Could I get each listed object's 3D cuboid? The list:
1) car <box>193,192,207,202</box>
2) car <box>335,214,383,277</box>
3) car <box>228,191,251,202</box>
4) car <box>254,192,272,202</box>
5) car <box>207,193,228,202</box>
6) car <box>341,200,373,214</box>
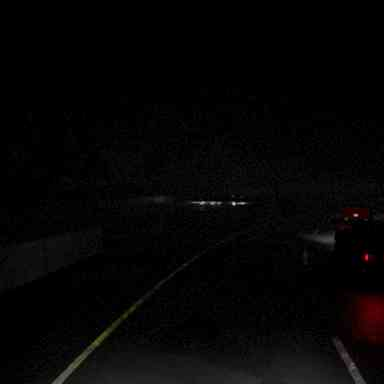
[{"bbox_3d":[1.914,0.838,58.062,1.837,1.490,4.892,0,2,28],"label":"car"},{"bbox_3d":[5.379,1.557,9.762,1.895,1.301,4.718,0,0,17],"label":"car"},{"bbox_3d":[8.237,0.686,55.068,2.097,1.767,4.553,0,1,28],"label":"car"},{"bbox_3d":[11.517,0.832,53.786,1.837,1.490,4.892,0,2,28],"label":"car"},{"bbox_3d":[4.970,0.887,56.353,2.033,1.411,5.357,0,1,28],"label":"car"},{"bbox_3d":[11.835,1.316,23.872,1.882,1.535,5.008,0,1,28],"label":"car"}]
